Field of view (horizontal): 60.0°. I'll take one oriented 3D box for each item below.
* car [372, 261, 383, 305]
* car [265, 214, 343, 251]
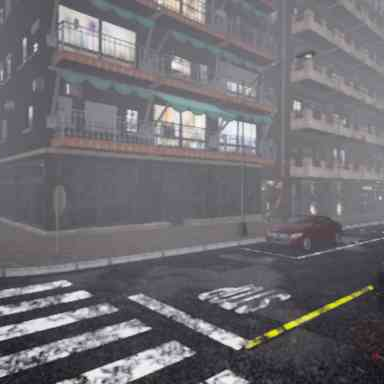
[{"bbox_3d":[5.539,1.620,7.059,4.181,1.385,1.994,1,0,-42],"label":"car"},{"bbox_3d":[4.846,1.600,14.034,4.206,1.307,1.802,1,0,-42],"label":"car"}]
